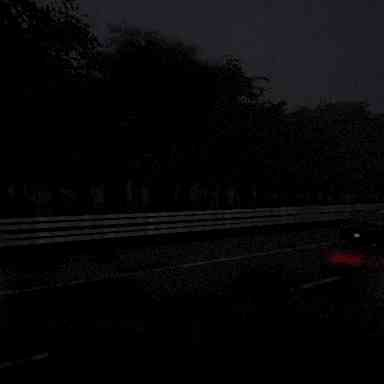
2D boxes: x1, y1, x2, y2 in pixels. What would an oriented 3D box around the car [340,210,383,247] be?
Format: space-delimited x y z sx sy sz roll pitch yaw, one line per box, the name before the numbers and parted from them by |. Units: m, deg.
car | 8.275 1.502 14.071 5.008 1.535 1.882 0 0 -35
